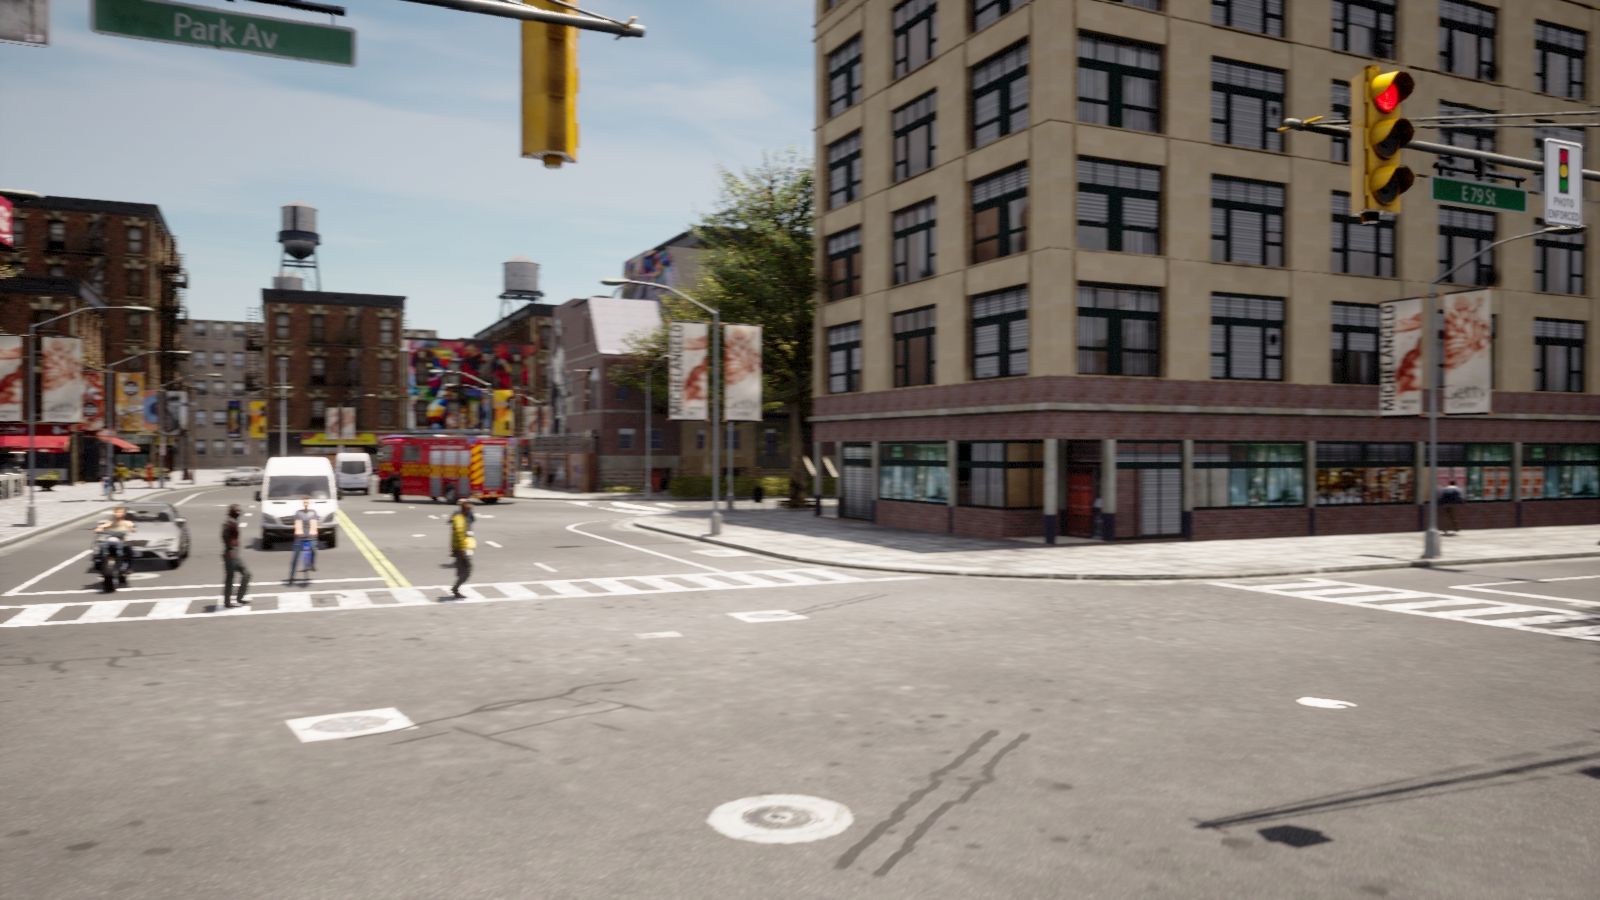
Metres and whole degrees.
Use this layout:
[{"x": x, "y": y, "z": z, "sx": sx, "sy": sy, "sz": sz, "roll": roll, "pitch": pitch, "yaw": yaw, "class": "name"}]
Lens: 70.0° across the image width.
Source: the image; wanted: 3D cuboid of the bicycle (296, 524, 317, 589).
[{"x": -10.244, "y": 2.188, "z": 23.696, "sx": 0.373, "sy": 1.196, "sz": 1.643, "roll": 0, "pitch": 0, "yaw": -24, "class": "bicycle"}]

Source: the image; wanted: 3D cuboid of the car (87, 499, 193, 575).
[{"x": -15.924, "y": 2.037, "z": 27.752, "sx": 1.816, "sy": 1.474, "sz": 4.193, "roll": 0, "pitch": 0, "yaw": -24, "class": "car"}]

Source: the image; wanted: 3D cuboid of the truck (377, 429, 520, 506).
[{"x": -18.680, "y": 0.858, "z": 60.455, "sx": 8.468, "sy": 3.827, "sz": 2.891, "roll": 0, "pitch": 0, "yaw": 38, "class": "truck"}]

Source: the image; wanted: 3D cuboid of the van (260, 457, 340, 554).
[{"x": -14.872, "y": 1.508, "z": 33.911, "sx": 1.988, "sy": 2.561, "sz": 5.915, "roll": 0, "pitch": 0, "yaw": -24, "class": "van"}]

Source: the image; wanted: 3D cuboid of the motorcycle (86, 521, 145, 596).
[{"x": -13.792, "y": 2.145, "z": 23.067, "sx": 0.764, "sy": 1.277, "sz": 2.356, "roll": 0, "pitch": 0, "yaw": -24, "class": "motorcycle"}]

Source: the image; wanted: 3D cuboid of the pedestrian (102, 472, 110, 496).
[{"x": -38.759, "y": 1.908, "z": 63.784, "sx": 0.375, "sy": 1.300, "sz": 0.375, "roll": 0, "pitch": 0, "yaw": -28, "class": "pedestrian"}]

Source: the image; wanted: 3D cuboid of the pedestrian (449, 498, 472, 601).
[{"x": -6.289, "y": 1.837, "z": 21.168, "sx": 0.375, "sy": 1.860, "sz": 0.375, "roll": 0, "pitch": 0, "yaw": -19, "class": "pedestrian"}]

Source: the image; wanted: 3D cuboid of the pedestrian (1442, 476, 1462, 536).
[{"x": 20.270, "y": 1.732, "z": 35.516, "sx": 0.375, "sy": 1.860, "sz": 0.375, "roll": 0, "pitch": 0, "yaw": -29, "class": "pedestrian"}]

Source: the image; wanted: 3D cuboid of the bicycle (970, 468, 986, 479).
[{"x": 17.401, "y": 2.287, "z": 111.905, "sx": 0.859, "sy": 1.080, "sz": 1.487, "roll": 0, "pitch": 0, "yaw": -25, "class": "bicycle"}]

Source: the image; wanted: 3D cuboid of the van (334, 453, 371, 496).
[{"x": -28.041, "y": 1.485, "z": 71.548, "sx": 1.988, "sy": 2.561, "sz": 5.915, "roll": 0, "pitch": 0, "yaw": -23, "class": "van"}]

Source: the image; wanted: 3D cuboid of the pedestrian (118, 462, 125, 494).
[{"x": -39.773, "y": 1.626, "z": 66.972, "sx": 0.375, "sy": 1.860, "sz": 0.375, "roll": 0, "pitch": 0, "yaw": -30, "class": "pedestrian"}]

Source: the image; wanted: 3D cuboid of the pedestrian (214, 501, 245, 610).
[{"x": -9.960, "y": 1.831, "z": 19.958, "sx": 0.375, "sy": 1.860, "sz": 0.375, "roll": 0, "pitch": 0, "yaw": -9, "class": "pedestrian"}]
